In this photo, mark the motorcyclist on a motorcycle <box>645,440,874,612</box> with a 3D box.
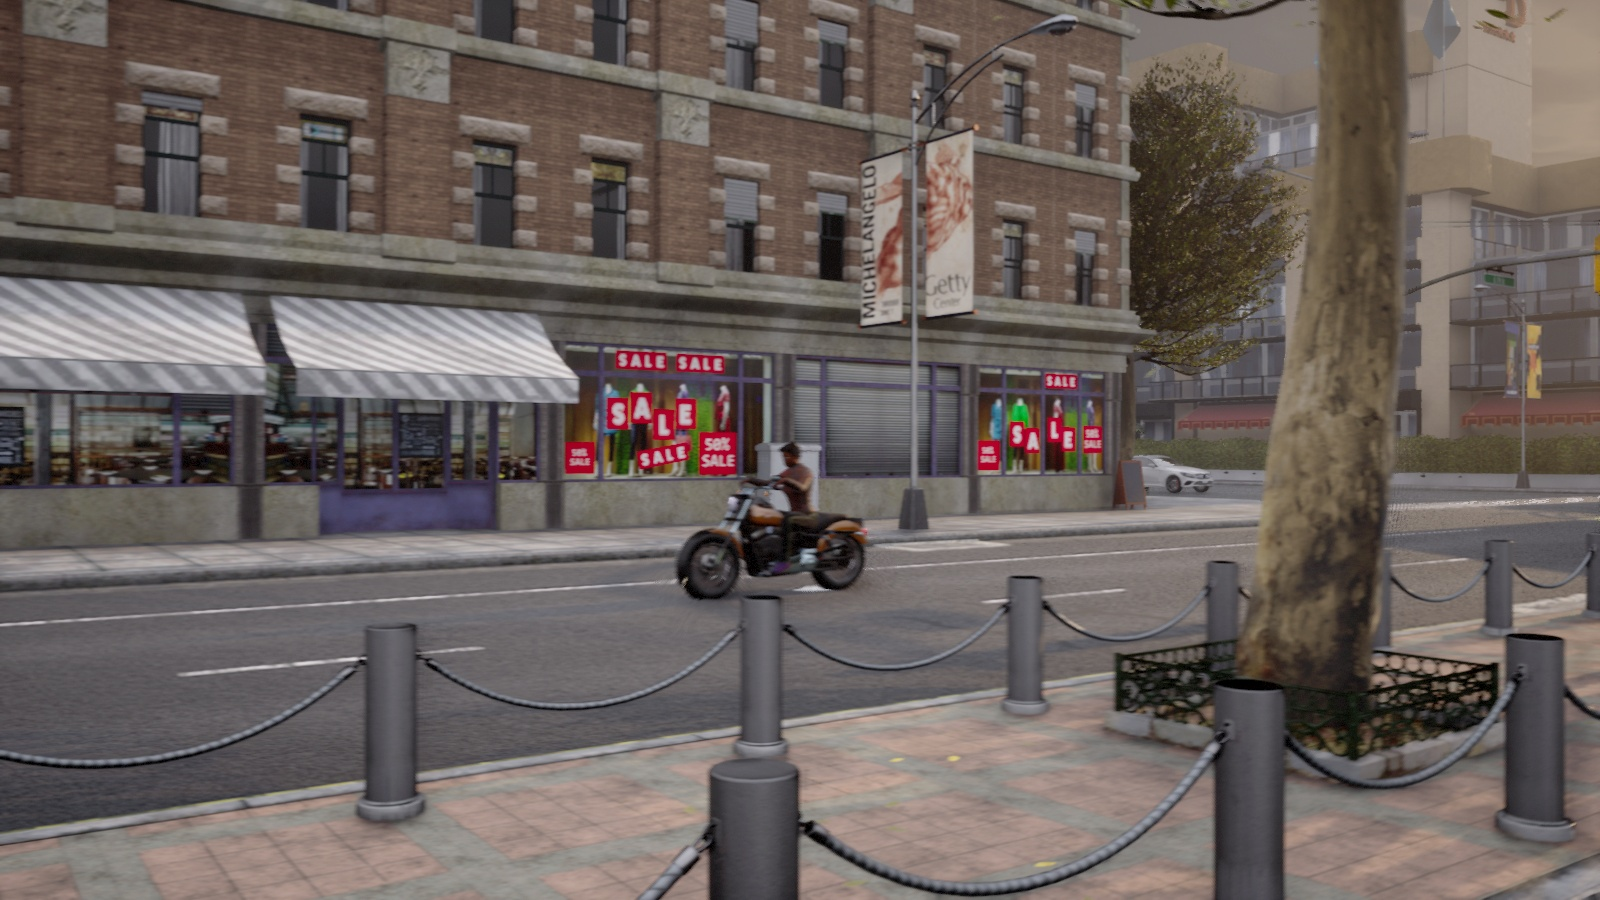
[{"bbox_3d":[-0.392,0.727,13.137,2.350,1.649,0.766,-1,1,-35],"label":"motorcyclist on a motorcycle"}]

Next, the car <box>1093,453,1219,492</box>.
[{"bbox_3d":[13.879,0.862,49.197,1.812,1.442,4.674,0,0,-35],"label":"car"}]
